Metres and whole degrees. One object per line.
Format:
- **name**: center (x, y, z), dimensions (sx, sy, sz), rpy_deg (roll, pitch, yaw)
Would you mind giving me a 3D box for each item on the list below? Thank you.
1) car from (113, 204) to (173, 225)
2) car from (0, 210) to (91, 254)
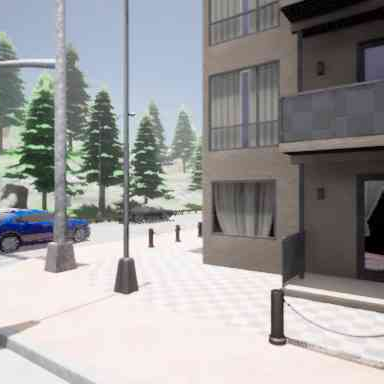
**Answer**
- **car**: center (-3.518, 1.610, 24.662), dimensions (1.895, 1.301, 4.718), rpy_deg (0, 0, 35)
- **car**: center (-6.592, 1.490, 13.892), dimensions (1.882, 1.535, 5.008), rpy_deg (0, 0, 34)
